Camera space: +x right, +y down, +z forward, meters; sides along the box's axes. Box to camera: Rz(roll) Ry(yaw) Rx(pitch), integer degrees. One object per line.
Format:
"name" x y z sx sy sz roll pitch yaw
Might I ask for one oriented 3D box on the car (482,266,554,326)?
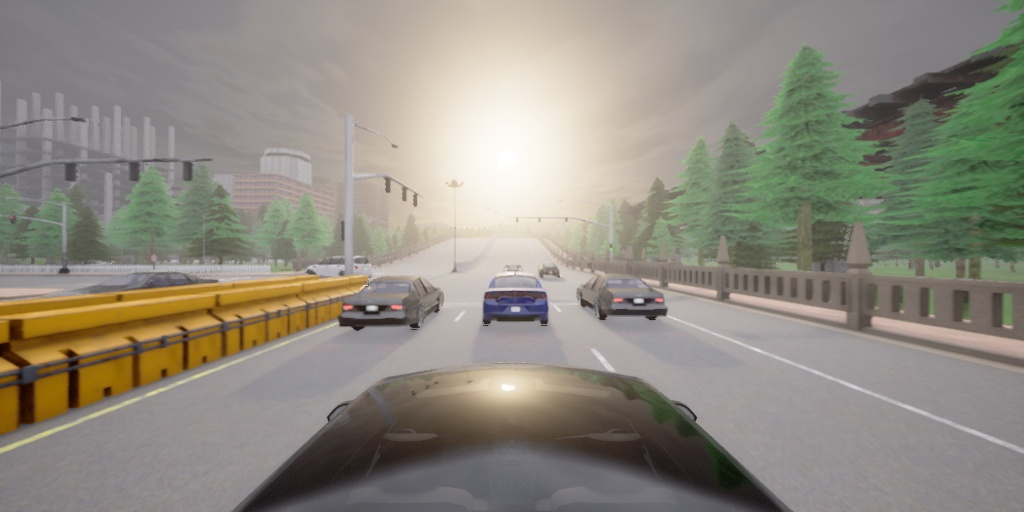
"car" 0.099 1.255 11.860 1.882 1.535 5.008 0 0 0

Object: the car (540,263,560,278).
"car" 3.587 1.367 35.534 1.812 1.442 4.674 0 0 0

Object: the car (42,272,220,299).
"car" -14.019 1.331 13.843 2.033 1.411 5.357 0 0 0

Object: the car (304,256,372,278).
"car" -13.687 1.043 28.328 5.566 2.045 2.150 0 -1 21

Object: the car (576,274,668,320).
"car" 3.600 1.327 12.681 2.033 1.411 5.357 0 0 0

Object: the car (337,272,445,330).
"car" -3.435 1.323 11.209 2.033 1.411 5.357 0 0 -1

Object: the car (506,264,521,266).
"car" 0.098 1.379 31.914 2.033 1.411 5.357 0 0 0
